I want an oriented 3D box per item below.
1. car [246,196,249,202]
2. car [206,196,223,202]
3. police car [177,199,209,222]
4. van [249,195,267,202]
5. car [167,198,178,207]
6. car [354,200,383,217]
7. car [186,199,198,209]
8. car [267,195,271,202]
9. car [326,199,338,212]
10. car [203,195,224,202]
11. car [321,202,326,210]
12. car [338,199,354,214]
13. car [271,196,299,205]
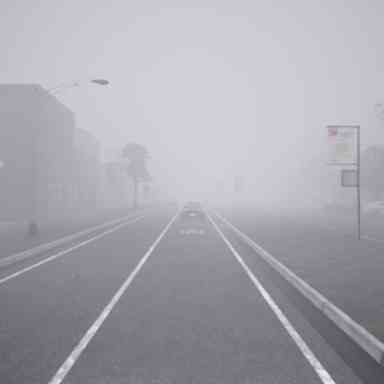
[{"bbox_3d":[18.714,2.022,92.940,5.366,1.575,1.946,0,-1,0],"label":"car"},{"bbox_3d":[6.287,1.911,93.615,4.553,1.767,2.185,0,-1,0],"label":"car"},{"bbox_3d":[0.071,1.617,27.902,2.038,1.542,4.974,0,-1,0],"label":"police car"},{"bbox_3d":[18.435,1.739,90.149,4.442,1.987,1.878,0,-1,0],"label":"van"},{"bbox_3d":[-3.303,1.723,57.653,1.882,1.535,5.008,0,0,0],"label":"car"},{"bbox_3d":[18.699,1.627,32.149,4.674,1.452,2.002,0,0,0],"label":"car"},{"bbox_3d":[0.006,1.735,49.245,1.812,1.442,4.674,0,0,0],"label":"car"},{"bbox_3d":[18.688,1.779,69.353,4.674,1.452,2.002,0,0,0],"label":"car"},{"bbox_3d":[18.701,1.614,38.571,4.892,1.521,2.231,0,0,0],"label":"car"},{"bbox_3d":[6.094,1.972,90.694,5.366,1.575,1.946,0,-1,0],"label":"car"},{"bbox_3d":[18.706,1.666,41.847,4.674,1.452,2.002,0,0,0],"label":"car"},{"bbox_3d":[18.710,1.600,35.298,5.008,1.535,2.097,0,0,0],"label":"car"},{"bbox_3d":[18.758,1.598,66.183,4.553,1.767,2.185,0,0,0],"label":"car"}]
